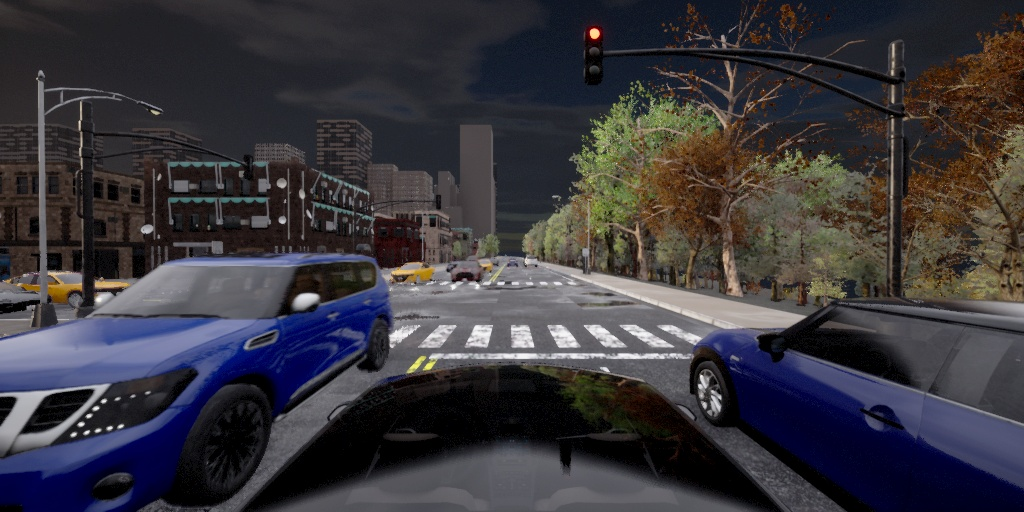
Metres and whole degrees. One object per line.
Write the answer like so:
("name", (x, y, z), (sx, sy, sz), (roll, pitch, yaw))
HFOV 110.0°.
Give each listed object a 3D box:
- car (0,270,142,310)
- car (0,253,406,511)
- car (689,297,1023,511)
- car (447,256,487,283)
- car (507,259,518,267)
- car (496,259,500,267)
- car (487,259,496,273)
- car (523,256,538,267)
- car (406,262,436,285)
("car", (-20.009, 1.449, 15.985), (5.008, 1.535, 1.882), (-1, 1, -1))
("car", (-3.351, 0.971, 4.744), (2.150, 2.045, 5.566), (0, 0, 0))
("car", (3.351, 1.102, 2.833), (2.097, 1.767, 4.553), (0, 0, 0))
("car", (-3.351, 1.092, 27.644), (2.097, 1.767, 4.553), (0, 0, 0))
("car", (0.100, 1.246, 64.490), (1.812, 1.442, 4.674), (0, 0, 0))
("car", (-3.290, 1.227, 64.021), (1.837, 1.490, 4.892), (0, 0, 1))
("car", (-3.348, 1.210, 42.950), (1.882, 1.535, 5.008), (0, 0, 0))
("car", (3.353, 0.943, 63.641), (2.150, 2.045, 5.566), (0, 0, 0))
("car", (-7.125, 1.219, 26.231), (1.882, 1.535, 5.008), (0, 0, 7))
